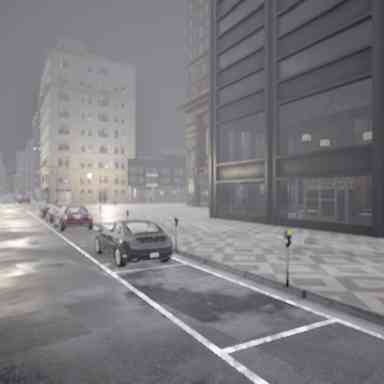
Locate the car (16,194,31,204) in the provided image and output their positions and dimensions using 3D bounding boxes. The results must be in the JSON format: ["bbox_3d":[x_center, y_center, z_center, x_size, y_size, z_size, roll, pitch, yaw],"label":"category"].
[{"bbox_3d":[-34.904,1.600,69.484,2.192,1.841,5.009,0,0,-29],"label":"car"}]

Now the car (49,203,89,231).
[{"bbox_3d":[-7.720,1.555,21.425,1.967,1.590,4.097,0,0,-29],"label":"car"}]

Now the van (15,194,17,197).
[{"bbox_3d":[-43.260,1.652,84.254,1.690,1.788,3.998,0,0,-29],"label":"van"}]

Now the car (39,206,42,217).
[{"bbox_3d":[-13.274,1.707,31.242,1.887,1.381,4.507,0,0,-29],"label":"car"}]

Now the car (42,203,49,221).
[{"bbox_3d":[-10.497,1.720,26.333,1.802,1.307,4.206,0,0,-29],"label":"car"}]

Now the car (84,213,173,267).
[{"bbox_3d":[-2.167,1.615,11.608,2.008,1.369,4.403,0,0,-29],"label":"car"}]
